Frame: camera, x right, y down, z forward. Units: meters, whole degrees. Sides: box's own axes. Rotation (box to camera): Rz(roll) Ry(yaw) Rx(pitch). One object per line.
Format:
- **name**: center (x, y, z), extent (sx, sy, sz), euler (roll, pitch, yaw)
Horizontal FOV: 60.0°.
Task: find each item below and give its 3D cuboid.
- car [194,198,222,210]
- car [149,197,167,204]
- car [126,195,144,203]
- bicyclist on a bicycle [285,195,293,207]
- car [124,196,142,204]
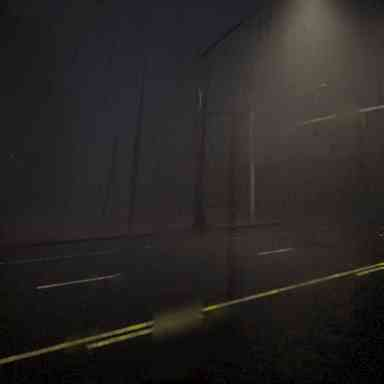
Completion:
- **car**: center (2.056, 1.533, 44.479), extent (1.812, 1.442, 4.674), euler (0, 0, -35)
- **car**: center (-6.368, 1.569, 62.588), extent (1.994, 1.385, 4.181), euler (0, 0, -35)
- **car**: center (-12.169, 1.472, 70.646), extent (1.812, 1.442, 4.674), euler (0, 0, -35)
- **bicyclist on a bicycle**: center (13.719, 1.316, 47.035), extent (1.656, 1.620, 0.582), euler (0, 0, -35)
- **car**: center (-11.403, 1.496, 63.520), extent (2.128, 1.511, 4.902), euler (0, 0, -35)
